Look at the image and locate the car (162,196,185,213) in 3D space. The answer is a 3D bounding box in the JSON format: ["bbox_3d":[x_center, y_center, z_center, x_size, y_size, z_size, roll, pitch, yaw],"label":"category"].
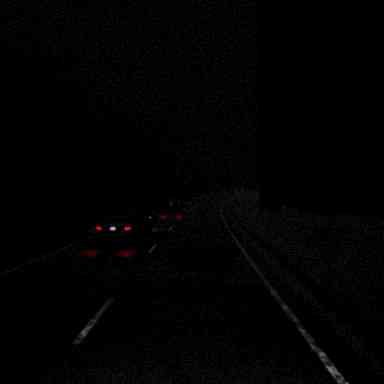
[{"bbox_3d":[-1.957,1.259,36.223,2.097,1.767,4.553,0,1,4],"label":"car"}]

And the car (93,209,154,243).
[{"bbox_3d":[-3.086,1.520,15.863,2.033,1.411,5.357,0,0,2],"label":"car"}]
